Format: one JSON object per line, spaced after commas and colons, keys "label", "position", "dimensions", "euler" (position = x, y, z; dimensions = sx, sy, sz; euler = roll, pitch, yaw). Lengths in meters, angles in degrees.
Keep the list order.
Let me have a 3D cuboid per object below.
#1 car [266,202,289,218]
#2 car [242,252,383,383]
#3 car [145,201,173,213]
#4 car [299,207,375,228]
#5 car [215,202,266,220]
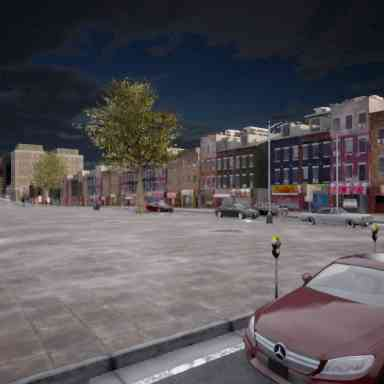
{"label": "car", "position": [7.002, 1.731, 32.023], "dimensions": [2.128, 1.511, 4.902], "euler": [0, -1, -35]}
{"label": "car", "position": [2.595, 1.582, 4.653], "dimensions": [4.206, 1.307, 1.802], "euler": [0, 0, -35]}
{"label": "car", "position": [-4.263, 1.963, 42.753], "dimensions": [1.882, 1.535, 5.008], "euler": [0, 0, -35]}
{"label": "car", "position": [9.890, 1.730, 22.972], "dimensions": [1.895, 1.301, 4.718], "euler": [0, -1, -36]}
{"label": "car", "position": [4.135, 1.757, 31.009], "dimensions": [1.837, 1.490, 4.892], "euler": [0, -1, -36]}
